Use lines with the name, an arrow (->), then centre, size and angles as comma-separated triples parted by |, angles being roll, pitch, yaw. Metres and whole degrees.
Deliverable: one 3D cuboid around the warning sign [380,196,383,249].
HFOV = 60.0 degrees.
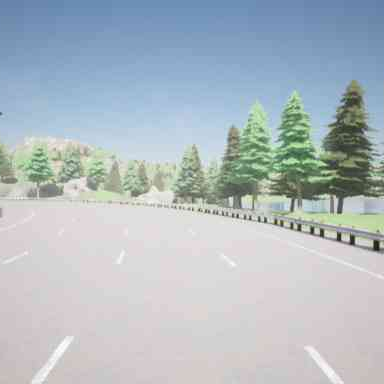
warning sign -> 7.447, 1.089, 11.447 | 1.300, 1.860, 1.060 | 0, 0, -6
